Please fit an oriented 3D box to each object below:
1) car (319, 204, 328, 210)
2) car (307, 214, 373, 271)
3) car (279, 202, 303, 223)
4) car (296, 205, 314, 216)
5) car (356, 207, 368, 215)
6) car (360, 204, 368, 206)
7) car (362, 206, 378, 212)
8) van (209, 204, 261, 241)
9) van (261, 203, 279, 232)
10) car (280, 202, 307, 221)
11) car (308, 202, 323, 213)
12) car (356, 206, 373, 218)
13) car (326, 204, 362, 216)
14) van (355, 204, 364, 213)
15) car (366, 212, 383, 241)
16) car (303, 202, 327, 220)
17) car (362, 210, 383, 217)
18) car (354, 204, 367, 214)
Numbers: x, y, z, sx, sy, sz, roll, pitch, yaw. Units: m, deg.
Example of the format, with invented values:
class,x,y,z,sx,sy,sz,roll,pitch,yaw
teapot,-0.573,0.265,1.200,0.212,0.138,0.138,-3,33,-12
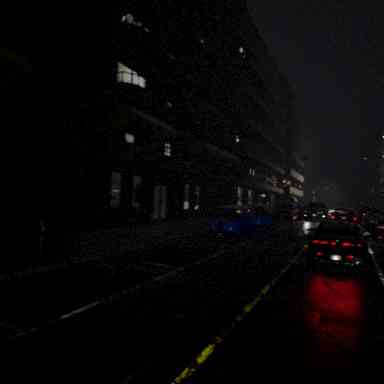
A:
class,x,y,z,sx,sy,sz,roll,pitch,yaw
car,32.935,3.820,83.339,1.802,1.307,4.206,3,0,25
car,5.491,1.833,12.467,1.837,1.490,4.892,2,-1,25
car,9.377,2.015,33.332,2.192,1.841,5.009,3,0,25
car,16.435,2.707,48.334,1.947,1.339,4.313,3,0,25
car,30.574,3.409,59.934,1.802,1.307,4.206,3,0,25
car,21.158,2.535,39.929,2.192,1.841,5.009,3,0,25
car,16.473,2.369,29.909,1.967,1.590,4.097,3,0,25
van,2.302,1.611,18.328,1.690,1.788,3.998,4,0,25
van,4.660,1.753,23.331,1.690,1.788,3.998,3,0,25
car,11.735,2.161,38.332,2.192,1.841,5.009,3,0,25
car,23.521,2.915,63.335,2.192,1.841,5.009,3,0,25
car,25.866,2.960,49.932,1.967,1.590,4.097,3,0,25
car,12.489,2.101,27.295,2.097,1.767,4.553,2,-1,25
van,37.660,3.645,74.940,1.690,1.788,3.998,3,0,25
car,11.744,2.185,19.910,1.887,1.381,4.507,3,0,25
car,14.005,2.142,37.271,2.150,2.045,5.566,2,-1,26
car,14.102,2.328,24.910,1.887,1.381,4.507,3,0,25
car,35.304,3.459,69.938,2.192,1.841,5.009,3,0,25
